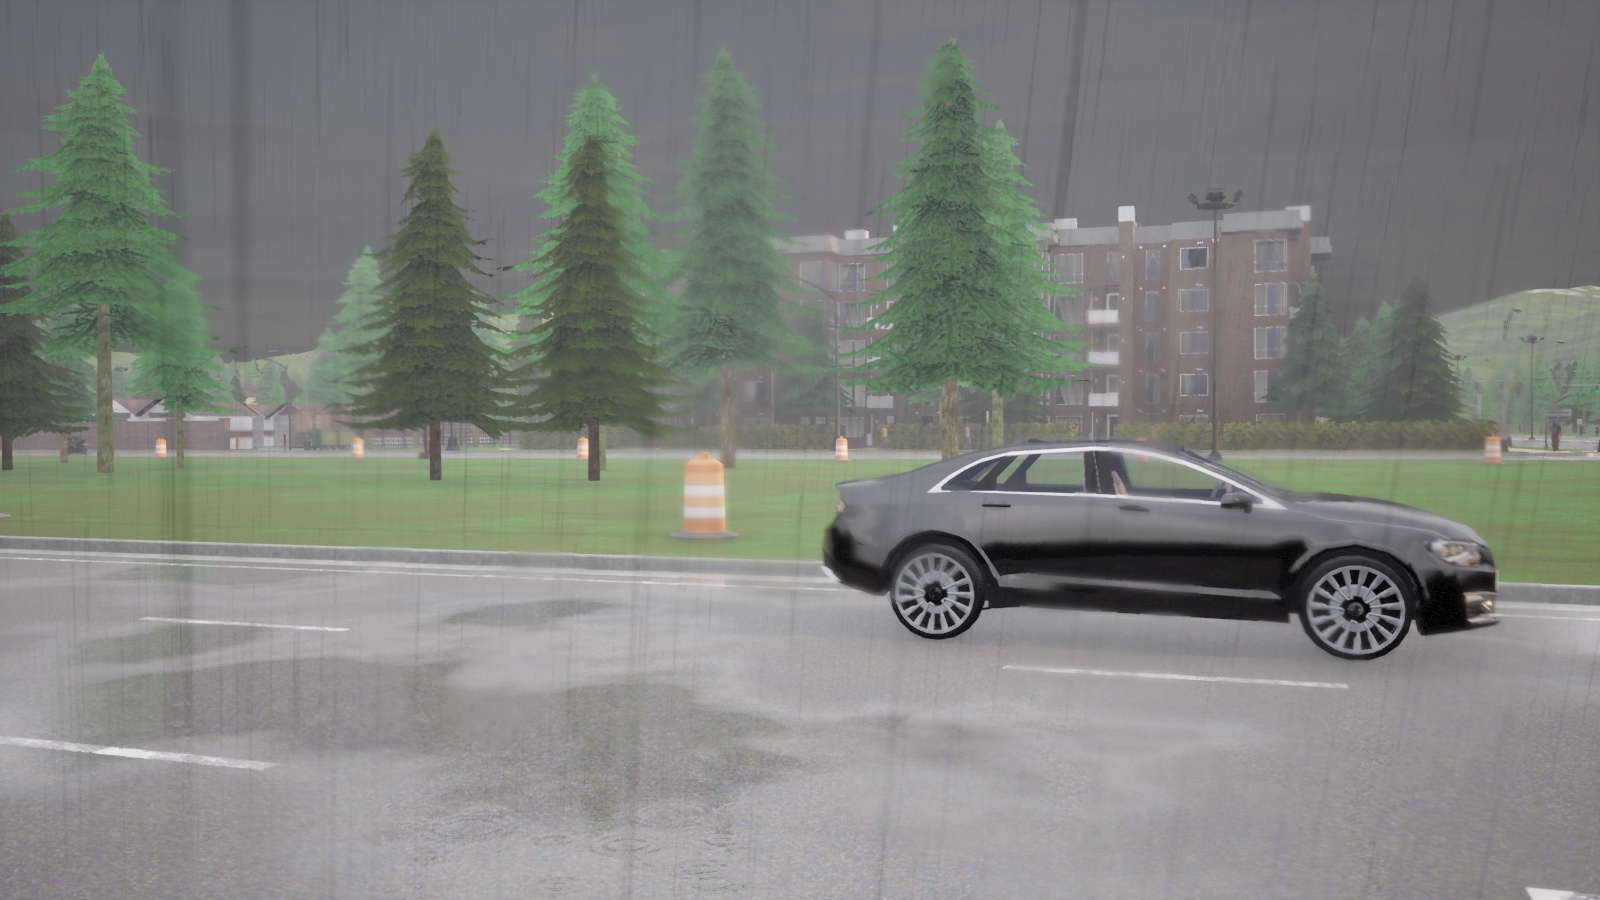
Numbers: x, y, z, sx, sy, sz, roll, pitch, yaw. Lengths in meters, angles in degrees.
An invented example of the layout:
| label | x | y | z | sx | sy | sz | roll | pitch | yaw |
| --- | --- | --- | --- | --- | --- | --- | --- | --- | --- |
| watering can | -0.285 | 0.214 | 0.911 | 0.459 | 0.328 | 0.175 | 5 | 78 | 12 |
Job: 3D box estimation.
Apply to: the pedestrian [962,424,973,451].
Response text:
| label | x | y | z | sx | sy | sz | roll | pitch | yaw |
| --- | --- | --- | --- | --- | --- | --- | --- | --- | --- |
| pedestrian | 11.108 | -0.836 | 83.289 | 0.706 | 1.836 | 0.354 | 1 | 1 | 19 |

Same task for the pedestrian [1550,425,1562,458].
| label | x | y | z | sx | sy | sz | roll | pitch | yaw |
| --- | --- | --- | --- | --- | --- | --- | --- | --- | --- |
| pedestrian | 42.586 | -0.507 | 70.743 | 0.540 | 1.848 | 0.694 | 1 | 1 | 26 |

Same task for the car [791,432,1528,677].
| label | x | y | z | sx | sy | sz | roll | pitch | yaw |
| --- | --- | --- | --- | --- | --- | --- | --- | --- | --- |
| car | 2.596 | 0.636 | 9.705 | 4.902 | 1.511 | 2.128 | 1 | 1 | 19 |
